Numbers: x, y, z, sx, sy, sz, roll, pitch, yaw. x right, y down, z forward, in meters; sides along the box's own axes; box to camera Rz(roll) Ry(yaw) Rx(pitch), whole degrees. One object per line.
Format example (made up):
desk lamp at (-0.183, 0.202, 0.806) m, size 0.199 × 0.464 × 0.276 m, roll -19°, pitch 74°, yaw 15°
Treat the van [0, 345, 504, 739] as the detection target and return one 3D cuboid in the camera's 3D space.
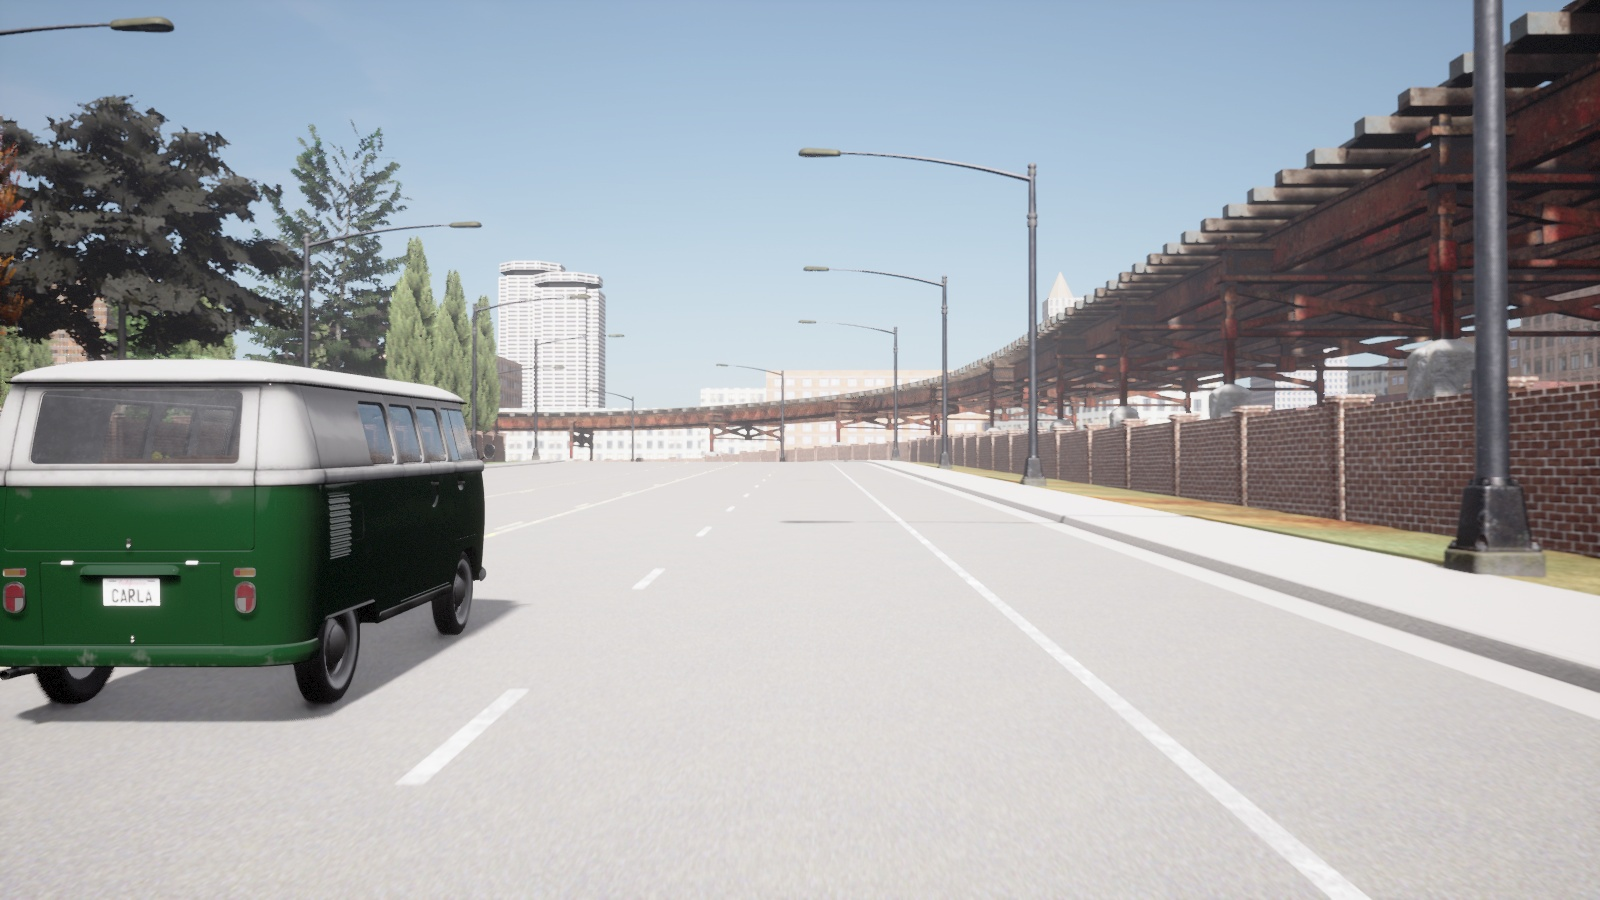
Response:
van at (-3.434, 0.451, 8.543) m, size 1.775 × 1.987 × 4.442 m, roll 0°, pitch 0°, yaw 0°
